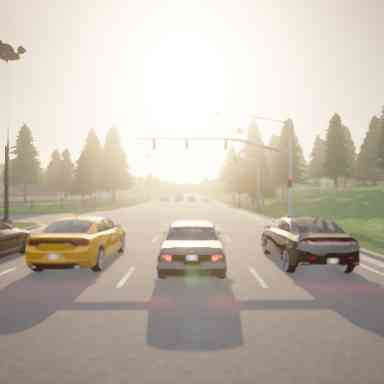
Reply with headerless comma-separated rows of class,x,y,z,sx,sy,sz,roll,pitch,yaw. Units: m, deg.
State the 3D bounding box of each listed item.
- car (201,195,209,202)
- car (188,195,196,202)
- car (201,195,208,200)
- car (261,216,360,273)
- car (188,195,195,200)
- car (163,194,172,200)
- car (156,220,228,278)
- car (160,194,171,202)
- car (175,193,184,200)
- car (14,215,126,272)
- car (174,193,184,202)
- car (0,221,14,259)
car,3.457,1.685,85.268,1.812,1.442,4.674,0,0,0
car,-0.043,1.514,85.204,2.097,1.767,4.553,0,0,0
car,3.452,1.544,95.272,1.812,1.442,4.674,0,0,0
car,3.506,1.513,10.687,2.128,1.511,4.902,0,0,0
car,-0.048,1.573,95.270,1.994,1.385,4.181,0,0,0
car,-7.048,1.375,95.237,2.097,1.767,4.553,0,0,0
car,-0.001,1.568,10.165,2.033,1.411,5.357,0,0,0
car,-7.042,1.659,84.847,1.837,1.490,4.892,0,0,0
car,-3.548,1.245,95.299,2.150,2.045,5.566,0,0,0
car,-3.493,1.499,10.917,1.882,1.535,5.008,0,0,1
car,-3.542,1.637,84.848,1.882,1.535,5.008,0,0,0
car,-6.994,1.586,10.980,1.994,1.385,4.181,0,0,1
